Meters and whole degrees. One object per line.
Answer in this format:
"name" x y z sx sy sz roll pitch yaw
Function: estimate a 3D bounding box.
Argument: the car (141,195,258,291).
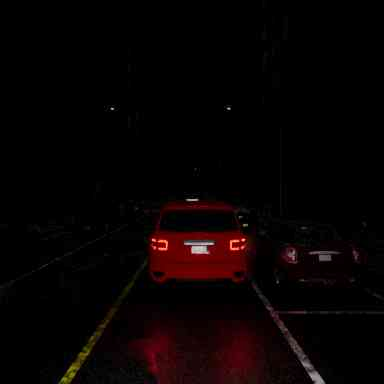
"car" 0.114 1.221 9.174 2.150 2.045 5.566 0 0 0

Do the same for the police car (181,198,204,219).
"police car" 0.033 1.428 30.207 1.930 1.638 5.238 0 0 0

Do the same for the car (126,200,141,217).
"car" -5.637 1.443 31.103 1.967 1.590 4.097 0 0 0

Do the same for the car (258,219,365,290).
"car" 2.864 1.440 9.088 1.967 1.590 4.097 0 0 0

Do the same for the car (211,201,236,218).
"car" 2.888 1.569 31.093 1.947 1.339 4.313 0 0 0

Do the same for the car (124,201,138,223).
"car" -5.644 1.584 25.601 1.802 1.307 4.206 0 0 0

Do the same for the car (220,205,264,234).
"car" 2.876 1.552 20.090 2.008 1.369 4.403 0 0 0

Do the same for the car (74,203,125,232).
"car" -5.649 1.567 20.100 1.947 1.339 4.313 0 0 0

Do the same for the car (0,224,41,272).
"car" -5.661 1.582 9.097 1.802 1.307 4.206 0 0 0

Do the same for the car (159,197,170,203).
"car" -5.561 1.626 68.206 1.802 1.307 4.206 0 0 0

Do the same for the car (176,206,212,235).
"car" 0.121 1.602 19.944 1.895 1.301 4.718 0 0 0
